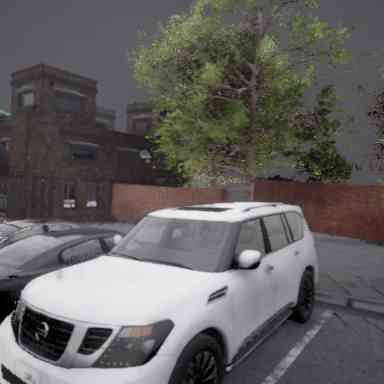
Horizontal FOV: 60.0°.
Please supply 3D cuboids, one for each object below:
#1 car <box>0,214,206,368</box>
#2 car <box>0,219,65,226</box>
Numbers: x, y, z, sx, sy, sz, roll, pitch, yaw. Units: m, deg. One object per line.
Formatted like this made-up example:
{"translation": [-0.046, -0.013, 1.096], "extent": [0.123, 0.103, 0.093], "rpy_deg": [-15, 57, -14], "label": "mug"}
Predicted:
{"translation": [-2.032, 1.472, 6.731], "extent": [2.097, 1.535, 5.008], "rpy_deg": [0, 0, 36], "label": "car"}
{"translation": [-4.297, 1.469, 8.365], "extent": [2.231, 1.521, 4.892], "rpy_deg": [0, 0, 36], "label": "car"}
